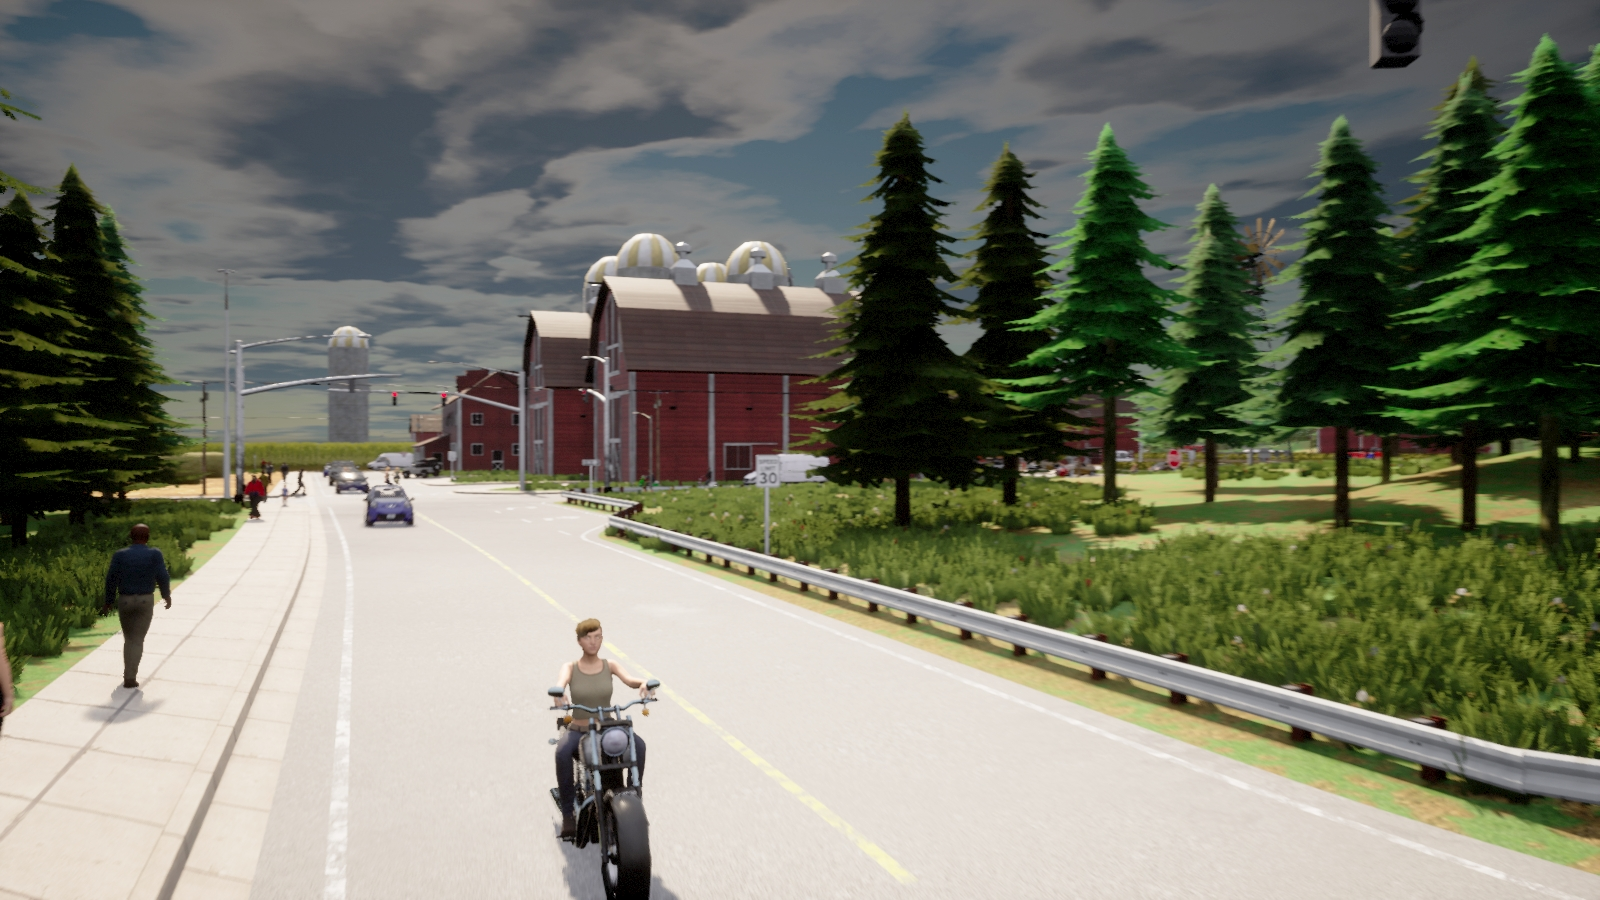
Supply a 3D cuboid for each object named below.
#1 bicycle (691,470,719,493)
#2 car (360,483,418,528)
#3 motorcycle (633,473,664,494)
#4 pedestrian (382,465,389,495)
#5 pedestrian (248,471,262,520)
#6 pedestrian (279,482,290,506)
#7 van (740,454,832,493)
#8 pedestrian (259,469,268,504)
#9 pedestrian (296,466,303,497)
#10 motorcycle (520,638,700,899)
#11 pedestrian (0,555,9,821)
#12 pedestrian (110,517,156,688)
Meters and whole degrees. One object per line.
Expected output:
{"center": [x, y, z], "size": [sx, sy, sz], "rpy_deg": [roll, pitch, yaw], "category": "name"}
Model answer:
{"center": [-6.242, 2.087, 75.053], "size": [1.835, 1.471, 0.329], "rpy_deg": [0, 0, -22], "category": "bicycle"}
{"center": [-15.547, 2.055, 43.129], "size": [1.845, 1.501, 3.633], "rpy_deg": [0, 0, -23], "category": "car"}
{"center": [-9.756, 2.177, 73.578], "size": [1.805, 1.316, 0.856], "rpy_deg": [0, 0, -22], "category": "motorcycle"}
{"center": [-26.001, 1.898, 71.725], "size": [0.375, 1.860, 0.375], "rpy_deg": [0, 0, -22], "category": "pedestrian"}
{"center": [-20.713, 1.725, 43.411], "size": [0.375, 1.860, 0.375], "rpy_deg": [0, 0, -1], "category": "pedestrian"}
{"center": [-24.734, 2.117, 54.826], "size": [0.500, 1.100, 0.500], "rpy_deg": [0, 0, -26], "category": "pedestrian"}
{"center": [-0.938, 1.549, 77.233], "size": [5.915, 2.561, 1.988], "rpy_deg": [0, 0, -22], "category": "van"}
{"center": [-28.576, 1.925, 60.874], "size": [0.375, 1.860, 0.375], "rpy_deg": [0, 0, -18], "category": "pedestrian"}
{"center": [-30.548, 1.910, 69.730], "size": [0.375, 1.860, 0.375], "rpy_deg": [0, 0, -15], "category": "pedestrian"}
{"center": [-1.359, 2.133, 7.723], "size": [0.764, 1.307, 2.356], "rpy_deg": [0, 0, -20], "category": "motorcycle"}
{"center": [-5.810, 1.684, 7.966], "size": [0.375, 1.860, 0.375], "rpy_deg": [0, 0, -13], "category": "pedestrian"}
{"center": [-7.461, 1.689, 12.790], "size": [0.375, 1.860, 0.375], "rpy_deg": [0, 0, -19], "category": "pedestrian"}
